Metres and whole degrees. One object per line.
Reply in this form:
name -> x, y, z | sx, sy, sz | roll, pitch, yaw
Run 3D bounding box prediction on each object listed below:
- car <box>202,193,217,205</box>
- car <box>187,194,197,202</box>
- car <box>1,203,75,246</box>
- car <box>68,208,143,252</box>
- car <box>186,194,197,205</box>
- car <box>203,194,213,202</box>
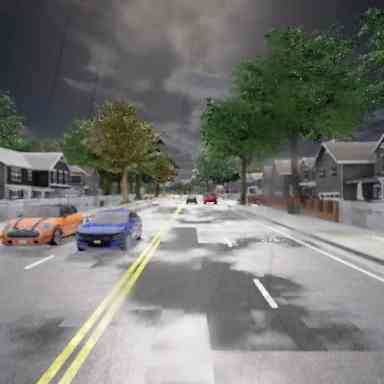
car -> 3.229, 1.134, 58.578 | 2.150, 2.045, 5.566 | 0, 0, 0
car -> -0.024, 1.191, 69.288 | 1.882, 1.535, 5.008 | 0, 0, 0
car -> -6.534, 1.348, 15.107 | 2.097, 1.767, 4.553 | 0, 0, 0
car -> -3.293, 1.476, 14.135 | 1.882, 1.535, 5.008 | 0, 0, 1
car -> -0.021, 1.389, 58.900 | 1.882, 1.535, 5.008 | 0, 0, 0
car -> 3.226, 1.238, 69.289 | 1.812, 1.442, 4.674 | 0, 0, 0
